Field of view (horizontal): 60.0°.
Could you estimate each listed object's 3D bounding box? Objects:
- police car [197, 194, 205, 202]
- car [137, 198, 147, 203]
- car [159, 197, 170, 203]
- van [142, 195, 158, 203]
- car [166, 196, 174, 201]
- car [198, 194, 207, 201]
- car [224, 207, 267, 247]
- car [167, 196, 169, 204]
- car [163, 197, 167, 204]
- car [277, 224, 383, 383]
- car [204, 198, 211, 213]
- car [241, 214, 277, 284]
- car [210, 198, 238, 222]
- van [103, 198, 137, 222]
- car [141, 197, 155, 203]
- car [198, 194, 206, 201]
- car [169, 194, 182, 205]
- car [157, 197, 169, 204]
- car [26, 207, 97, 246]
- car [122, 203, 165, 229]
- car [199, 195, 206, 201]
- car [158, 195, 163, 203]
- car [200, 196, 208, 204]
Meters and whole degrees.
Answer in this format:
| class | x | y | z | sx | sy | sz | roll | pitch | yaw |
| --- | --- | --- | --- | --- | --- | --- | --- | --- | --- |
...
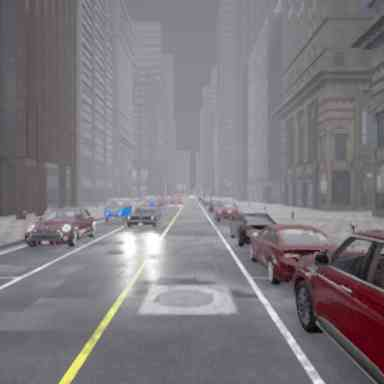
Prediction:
| class | x | y | z | sx | sy | sz | roll | pitch | yaw |
| --- | --- | --- | --- | --- | --- | --- | --- | --- | --- |
| police car | 2.359 | 1.574 | 78.444 | 1.930 | 1.638 | 5.238 | 0 | 0 | 0 |
| car | -5.768 | 1.577 | 31.813 | 1.752 | 1.417 | 4.829 | 0 | 0 | 0 |
| car | -5.772 | 1.683 | 71.439 | 2.008 | 1.369 | 4.403 | 0 | 0 | 0 |
| van | -5.770 | 1.415 | 43.256 | 1.690 | 1.788 | 3.998 | 0 | 0 | 0 |
| car | -5.774 | 1.699 | 88.179 | 1.752 | 1.417 | 4.829 | 0 | 0 | 0 |
| car | 2.750 | 1.490 | 88.353 | 2.192 | 1.841 | 5.009 | 0 | 0 | 0 |
| car | 2.758 | 1.590 | 15.082 | 1.947 | 1.339 | 4.313 | 0 | 0 | 0 |
| car | -5.771 | 1.674 | 60.166 | 1.947 | 1.339 | 4.313 | 0 | 0 | 0 |
| car | -5.771 | 1.411 | 54.530 | 2.192 | 1.841 | 5.009 | 0 | 0 | 0 |
| car | 2.759 | 1.321 | 3.810 | 2.192 | 1.841 | 5.009 | 0 | 0 | 0 |
| car | 2.756 | 1.628 | 37.626 | 1.947 | 1.339 | 4.313 | 0 | 0 | 0 |
| car | 2.759 | 1.560 | 9.446 | 1.887 | 1.381 | 4.507 | 0 | 0 | 0 |
| car | 2.757 | 1.482 | 26.354 | 1.967 | 1.590 | 4.097 | 0 | 0 | 0 |
| van | -5.768 | 1.383 | 26.346 | 1.690 | 1.788 | 3.998 | 0 | 0 | 0 |
| car | -5.769 | 1.613 | 37.619 | 2.008 | 1.369 | 4.403 | 0 | 0 | 0 |
| car | 2.750 | 1.506 | 93.990 | 2.192 | 1.841 | 5.009 | 0 | 0 | 0 |
| car | -3.026 | 1.339 | 63.260 | 2.150 | 2.045 | 5.566 | 0 | 0 | 0 |
| car | -5.771 | 1.685 | 65.802 | 1.947 | 1.339 | 4.313 | 0 | 0 | 0 |
| car | -5.767 | 1.464 | 15.073 | 1.967 | 1.590 | 4.097 | 0 | 0 | 0 |
| car | -3.103 | 1.636 | 22.305 | 1.895 | 1.301 | 4.718 | 0 | 0 | 0 |
| car | 2.754 | 1.702 | 65.808 | 1.802 | 1.307 | 4.206 | 0 | 0 | 0 |
| car | -5.770 | 1.525 | 48.892 | 1.967 | 1.590 | 4.097 | 0 | 0 | 0 |
| car | 2.755 | 1.679 | 54.536 | 1.802 | 1.307 | 4.206 | 0 | 0 | 0 |
